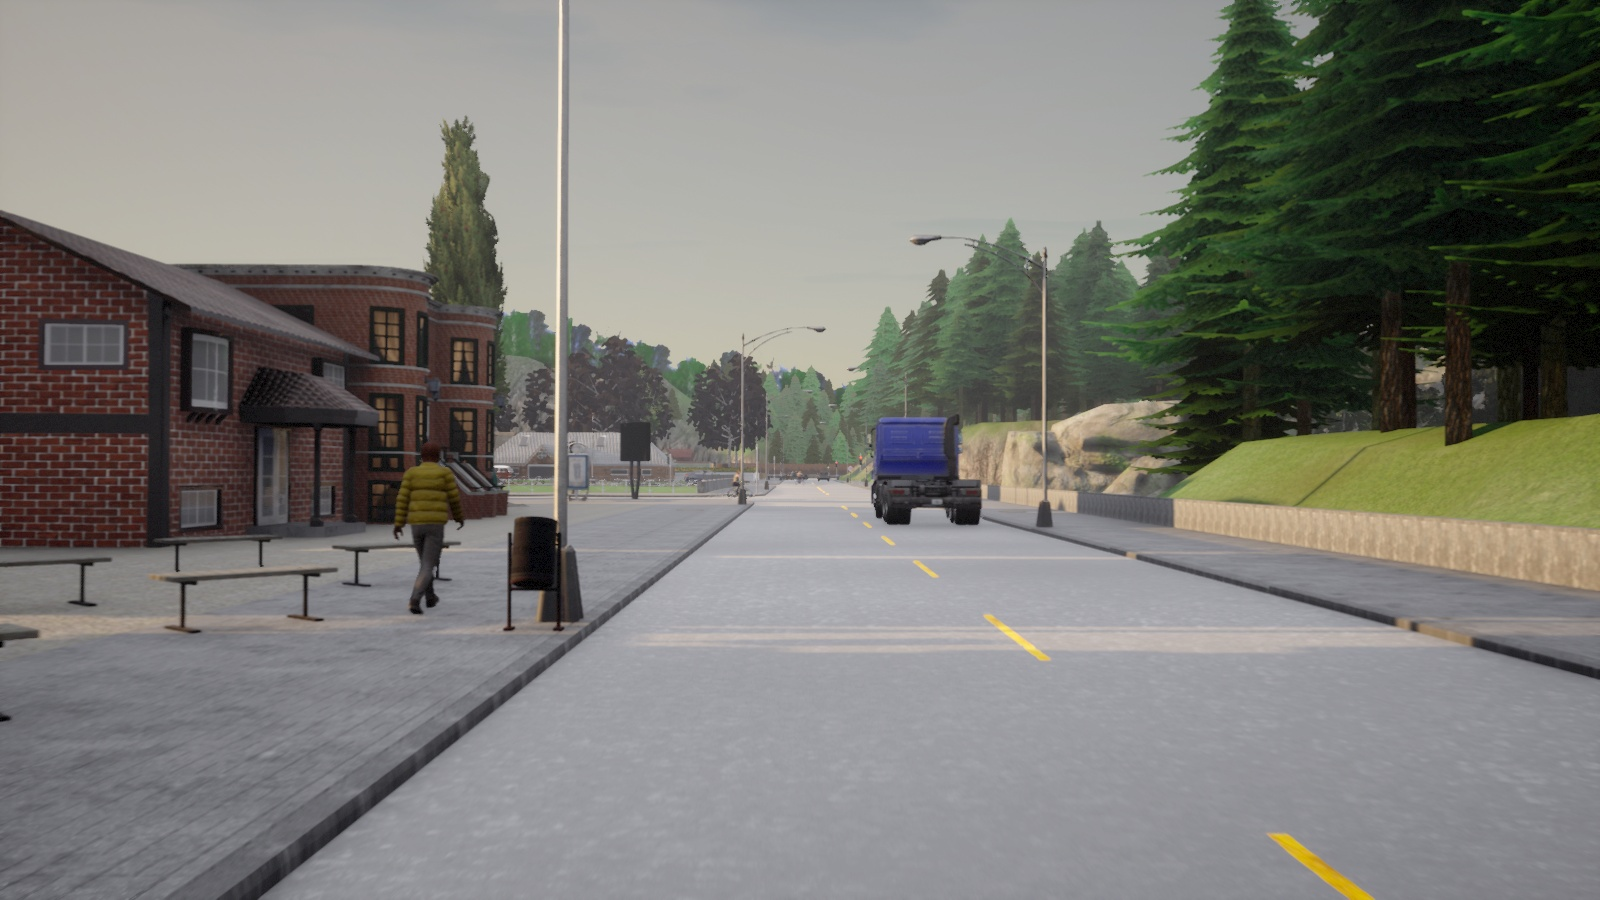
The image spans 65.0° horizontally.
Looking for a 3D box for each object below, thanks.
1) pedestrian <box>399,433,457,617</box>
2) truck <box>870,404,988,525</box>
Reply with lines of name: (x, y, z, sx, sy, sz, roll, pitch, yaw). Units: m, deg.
pedestrian: (-3.826, 0.757, 12.951, 0.370, 1.835, 0.726, 0, -1, 1)
truck: (3.904, 0.484, 39.929, 2.891, 3.462, 7.936, 0, -1, 0)
